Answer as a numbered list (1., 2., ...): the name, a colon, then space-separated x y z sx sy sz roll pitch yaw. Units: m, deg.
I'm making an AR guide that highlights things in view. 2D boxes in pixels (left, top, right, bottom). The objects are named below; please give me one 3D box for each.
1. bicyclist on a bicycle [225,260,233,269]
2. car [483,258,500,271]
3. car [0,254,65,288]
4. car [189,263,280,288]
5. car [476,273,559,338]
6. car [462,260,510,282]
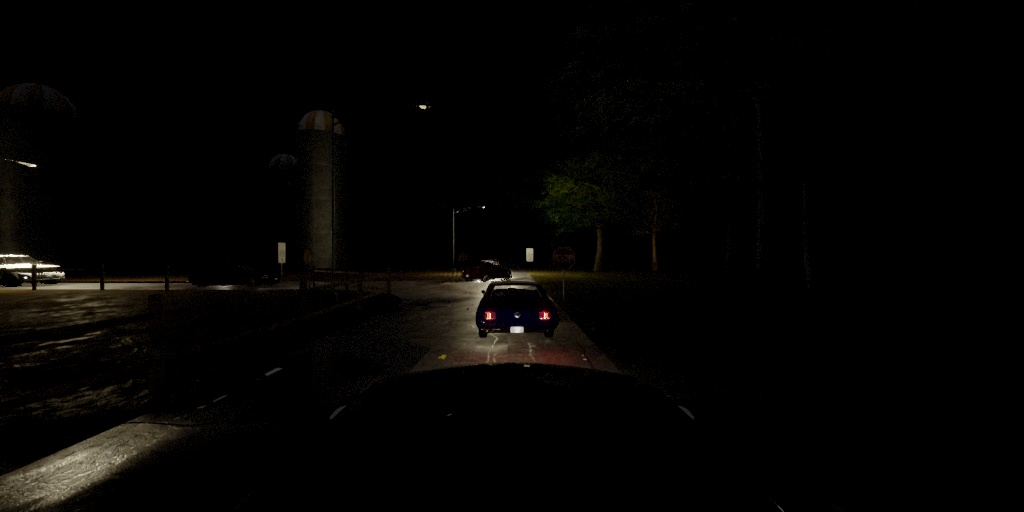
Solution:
1. bicyclist on a bicycle: -22.745 1.134 28.692 0.582 1.620 1.656 0 0 0
2. car: -2.852 1.171 49.879 2.097 1.767 4.553 0 0 0
3. car: -32.027 0.900 22.643 5.566 2.045 2.150 0 0 -1
4. car: -17.489 1.187 22.756 5.008 1.535 1.882 0 0 0
5. car: 0.057 1.350 10.179 1.895 1.301 4.718 0 0 -2
6. car: -1.957 1.277 28.390 1.812 1.442 4.674 1 0 37
